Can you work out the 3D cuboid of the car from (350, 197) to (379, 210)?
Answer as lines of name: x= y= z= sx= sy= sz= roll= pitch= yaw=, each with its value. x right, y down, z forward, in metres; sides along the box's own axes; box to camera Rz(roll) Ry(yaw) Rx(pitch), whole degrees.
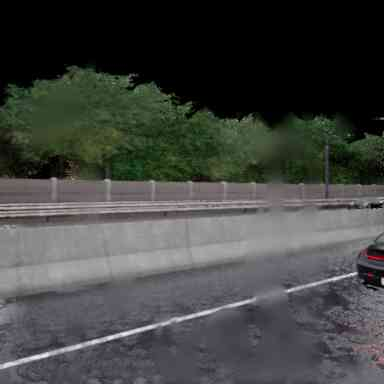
car: x=20.792 y=1.350 z=39.414 sx=4.553 sy=1.767 sz=2.097 roll=0 pitch=0 yaw=-33

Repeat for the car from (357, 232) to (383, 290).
car: x=5.805 y=1.507 z=7.816 sx=4.892 sy=1.490 sz=1.837 roll=0 pitch=0 yaw=-35

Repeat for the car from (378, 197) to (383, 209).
car: x=23.084 y=1.507 z=36.736 sx=4.892 sy=1.490 sz=1.837 roll=0 pitch=0 yaw=-33
